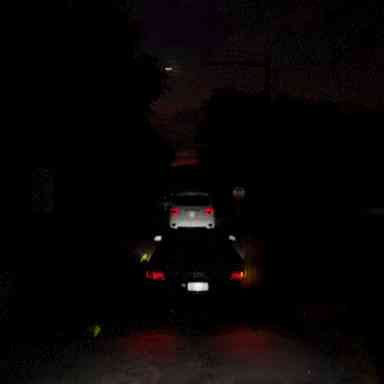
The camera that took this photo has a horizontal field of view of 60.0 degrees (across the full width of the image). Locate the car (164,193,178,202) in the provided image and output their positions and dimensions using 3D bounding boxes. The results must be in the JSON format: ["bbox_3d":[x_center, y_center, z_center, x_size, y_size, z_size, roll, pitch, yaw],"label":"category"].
[{"bbox_3d":[-3.240,0.878,52.129,1.895,1.301,4.718,0,1,0],"label":"car"}]

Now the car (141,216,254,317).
[{"bbox_3d":[0.075,1.475,7.387,1.994,1.385,4.181,0,1,-1],"label":"car"}]

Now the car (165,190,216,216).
[{"bbox_3d":[0.085,1.007,17.280,2.150,2.045,5.566,0,1,2],"label":"car"}]

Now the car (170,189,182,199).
[{"bbox_3d":[-3.220,0.359,67.831,2.097,1.767,4.553,0,1,0],"label":"car"}]
